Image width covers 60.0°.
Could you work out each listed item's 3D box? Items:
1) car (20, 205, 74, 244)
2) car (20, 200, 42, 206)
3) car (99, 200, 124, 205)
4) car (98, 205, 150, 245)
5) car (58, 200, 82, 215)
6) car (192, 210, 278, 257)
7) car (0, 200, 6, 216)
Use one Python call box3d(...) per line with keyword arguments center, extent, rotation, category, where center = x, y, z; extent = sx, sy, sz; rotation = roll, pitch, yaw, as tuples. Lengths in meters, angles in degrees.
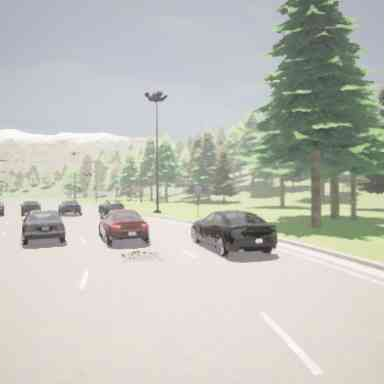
box3d(center=(-7.347, 1.620, 16.406), extent=(2.033, 1.411, 5.357), rotation=(-1, 0, -26), category="car")
box3d(center=(-17.056, 1.675, 35.319), extent=(1.837, 1.490, 4.892), rotation=(-1, 0, -27), category="car")
box3d(center=(-8.031, 1.555, 33.123), extent=(2.128, 1.511, 4.902), rotation=(-1, 0, -27), category="car")
box3d(center=(-3.271, 1.550, 15.676), extent=(1.812, 1.442, 4.674), rotation=(-1, 0, -21), category="car")
box3d(center=(-12.639, 1.623, 34.393), extent=(1.837, 1.490, 4.892), rotation=(-1, 0, -27), category="car")
box3d(center=(1.445, 1.447, 13.109), extent=(1.882, 1.535, 5.008), rotation=(0, 0, -17), category="car")
box3d(center=(-20.605, 1.567, 34.555), extent=(2.097, 1.767, 4.553), rotation=(-1, 0, -27), category="car")
